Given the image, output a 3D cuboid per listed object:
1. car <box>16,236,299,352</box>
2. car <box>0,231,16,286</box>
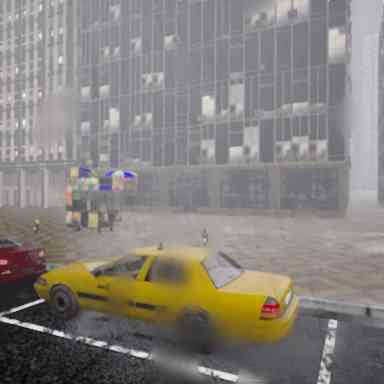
[{"bbox_3d":[-0.666,1.530,5.909,4.829,1.417,1.752,0,0,26],"label":"car"},{"bbox_3d":[-5.484,1.588,8.251,4.206,1.307,1.802,0,0,26],"label":"car"}]
